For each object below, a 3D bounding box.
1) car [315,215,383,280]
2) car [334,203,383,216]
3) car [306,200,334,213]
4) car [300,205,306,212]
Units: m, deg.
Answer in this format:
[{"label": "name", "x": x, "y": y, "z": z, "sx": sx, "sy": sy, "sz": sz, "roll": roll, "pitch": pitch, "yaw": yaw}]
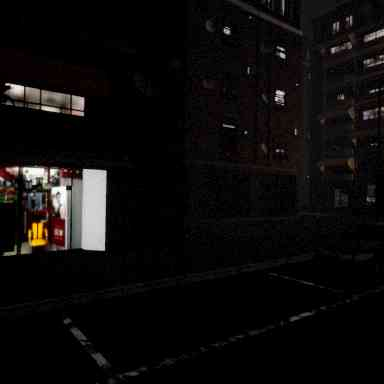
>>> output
[{"label": "car", "x": 5.469, "y": 1.588, "z": 9.929, "sx": 4.206, "sy": 1.307, "sz": 1.802, "roll": 0, "pitch": 1, "yaw": -35}, {"label": "car", "x": 15.940, "y": 1.641, "z": 30.429, "sx": 1.895, "sy": 1.301, "sz": 4.718, "roll": 2, "pitch": -1, "yaw": -35}, {"label": "car", "x": 15.508, "y": 1.708, "z": 40.460, "sx": 1.752, "sy": 1.417, "sz": 4.829, "roll": 1, "pitch": -1, "yaw": -35}, {"label": "car", "x": 9.164, "y": 1.328, "z": 35.792, "sx": 2.192, "sy": 1.841, "sz": 5.009, "roll": 1, "pitch": -1, "yaw": -35}]
